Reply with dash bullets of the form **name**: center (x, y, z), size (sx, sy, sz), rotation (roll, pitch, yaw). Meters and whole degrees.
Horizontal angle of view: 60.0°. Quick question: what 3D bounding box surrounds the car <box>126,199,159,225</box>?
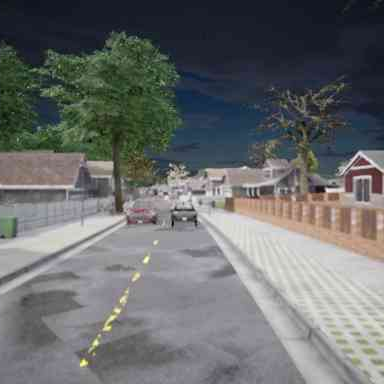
- **car**: center (-3.556, 1.425, 24.512), size (2.097, 1.767, 4.553), rotation (0, 0, -3)

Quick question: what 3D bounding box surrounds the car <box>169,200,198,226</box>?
- **car**: center (-0.611, 1.559, 24.300), size (2.128, 1.511, 4.902), rotation (0, 0, -3)
